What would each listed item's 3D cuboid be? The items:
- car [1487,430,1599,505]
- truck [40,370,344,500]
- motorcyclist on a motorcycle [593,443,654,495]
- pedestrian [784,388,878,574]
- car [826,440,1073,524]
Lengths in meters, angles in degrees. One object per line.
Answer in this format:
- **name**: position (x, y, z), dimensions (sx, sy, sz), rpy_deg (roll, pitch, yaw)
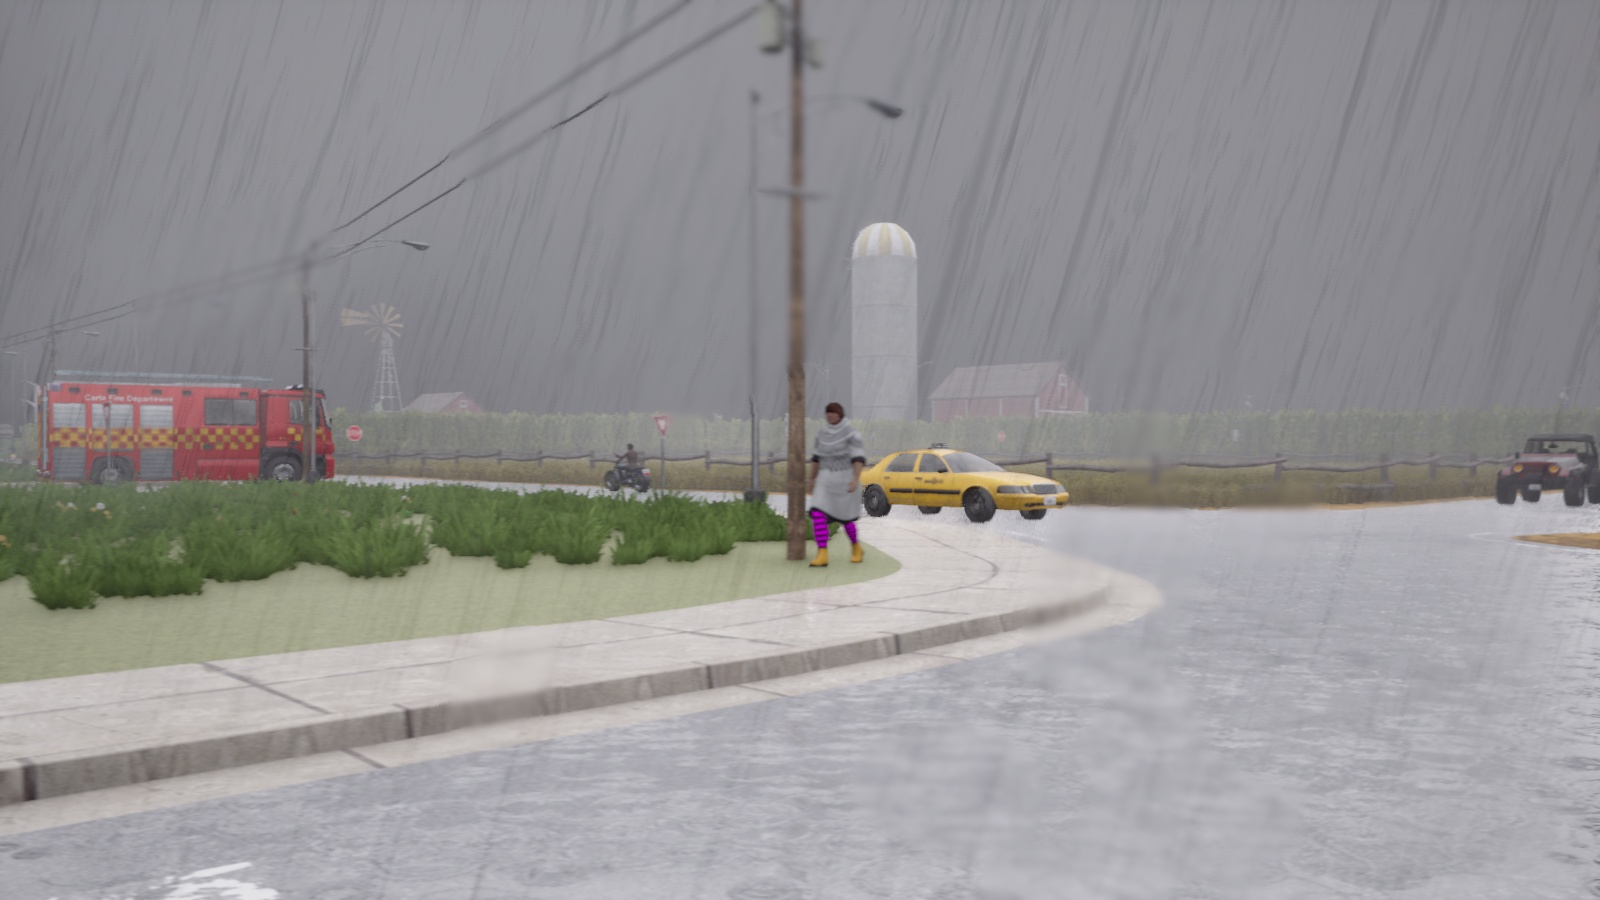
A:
- **car**: position (19.905, 0.422, 33.371), dimensions (1.905, 1.878, 3.866), rpy_deg (0, 0, 44)
- **truck**: position (-19.537, -0.469, 40.706), dimensions (8.468, 3.827, 2.891), rpy_deg (0, 0, -37)
- **motorcyclist on a motorcycle**: position (-5.804, 0.615, 41.177), dimensions (0.766, 1.649, 2.350), rpy_deg (0, 0, -43)
- **pedestrian**: position (0.344, 0.326, 13.757), dimensions (0.659, 1.952, 0.873), rpy_deg (0, 0, 35)
- **car**: position (2.968, 0.613, 26.162), dimensions (1.801, 1.575, 5.366), rpy_deg (0, 0, -39)
